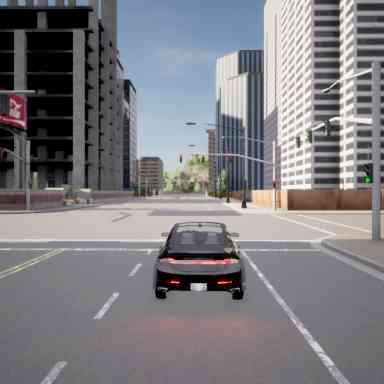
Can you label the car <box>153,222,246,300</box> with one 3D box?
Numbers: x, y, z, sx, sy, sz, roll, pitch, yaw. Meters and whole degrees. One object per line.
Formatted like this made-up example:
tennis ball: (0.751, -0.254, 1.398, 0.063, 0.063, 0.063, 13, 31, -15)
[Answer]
car: (0.200, 1.492, 8.403, 2.128, 1.511, 4.902, 0, 0, 2)
